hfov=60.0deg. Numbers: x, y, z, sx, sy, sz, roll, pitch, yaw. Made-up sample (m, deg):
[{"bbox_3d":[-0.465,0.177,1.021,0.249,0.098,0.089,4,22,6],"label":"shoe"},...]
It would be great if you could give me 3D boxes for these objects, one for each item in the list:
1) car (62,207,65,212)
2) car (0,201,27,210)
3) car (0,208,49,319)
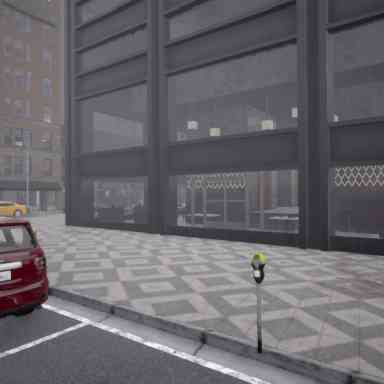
[{"bbox_3d":[-12.436,1.794,39.139,2.033,1.411,5.357,-1,-1,35],"label":"car"},{"bbox_3d":[-18.209,1.641,31.156,1.882,1.535,5.008,-1,-1,36],"label":"car"},{"bbox_3d":[-4.718,1.317,6.230,5.009,1.841,2.192,0,-1,36],"label":"car"}]
